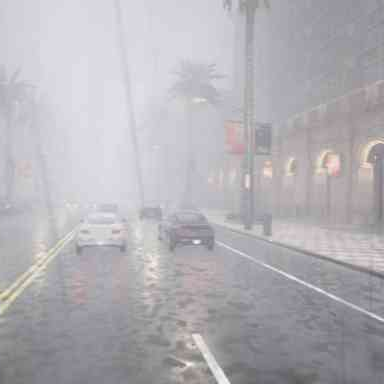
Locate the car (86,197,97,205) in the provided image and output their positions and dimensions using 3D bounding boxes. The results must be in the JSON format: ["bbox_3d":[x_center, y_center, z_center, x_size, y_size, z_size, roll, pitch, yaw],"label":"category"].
[{"bbox_3d":[-20.265,1.776,67.154,1.812,1.442,4.674,1,0,-14],"label":"car"}]

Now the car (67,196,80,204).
[{"bbox_3d":[-23.667,1.557,66.346,2.097,1.767,4.553,1,0,-14],"label":"car"}]

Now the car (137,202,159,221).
[{"bbox_3d":[-3.812,1.657,29.637,1.882,1.535,5.008,1,0,-13],"label":"car"}]

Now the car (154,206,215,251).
[{"bbox_3d":[-0.369,1.618,14.875,1.837,1.490,4.892,1,0,-13],"label":"car"}]

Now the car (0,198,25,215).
[{"bbox_3d":[-18.666,1.371,33.162,2.185,1.767,4.553,1,0,-14],"label":"car"}]

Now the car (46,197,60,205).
[{"bbox_3d":[-25.697,1.627,61.682,2.231,1.521,4.892,1,0,-14],"label":"car"}]

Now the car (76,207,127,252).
[{"bbox_3d":[-3.790,1.587,14.136,1.812,1.442,4.674,1,0,-13],"label":"car"}]

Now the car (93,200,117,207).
[{"bbox_3d":[-7.109,1.675,28.363,2.033,1.411,5.357,1,0,-13],"label":"car"}]
